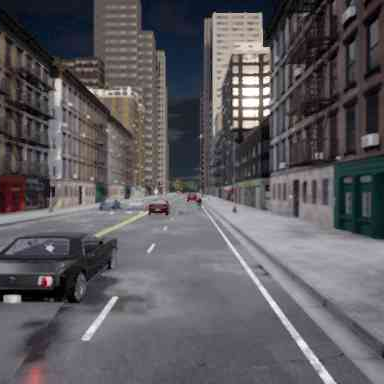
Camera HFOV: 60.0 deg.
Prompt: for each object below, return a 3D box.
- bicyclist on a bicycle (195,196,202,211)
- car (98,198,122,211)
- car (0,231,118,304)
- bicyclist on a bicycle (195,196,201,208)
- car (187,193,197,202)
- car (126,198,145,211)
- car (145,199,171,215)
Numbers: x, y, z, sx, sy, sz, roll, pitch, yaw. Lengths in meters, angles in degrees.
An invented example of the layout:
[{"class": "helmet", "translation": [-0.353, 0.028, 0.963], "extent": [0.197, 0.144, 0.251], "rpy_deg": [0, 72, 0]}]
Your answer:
[{"class": "bicyclist on a bicycle", "translation": [0.887, 1.358, 37.723], "extent": [0.659, 1.776, 1.843], "rpy_deg": [0, 0, 0]}, {"class": "car", "translation": [-9.837, 1.512, 40.236], "extent": [1.812, 1.442, 4.674], "rpy_deg": [0, 0, 0]}, {"class": "car", "translation": [-3.152, 1.597, 8.079], "extent": [1.895, 1.301, 4.718], "rpy_deg": [0, 0, 0]}, {"class": "bicyclist on a bicycle", "translation": [0.883, 1.423, 47.965], "extent": [0.866, 1.612, 1.509], "rpy_deg": [0, 0, 0]}, {"class": "car", "translation": [-0.012, 1.208, 75.252], "extent": [2.150, 2.045, 5.566], "rpy_deg": [0, 0, 0]}, {"class": "car", "translation": [-6.587, 1.513, 40.237], "extent": [1.812, 1.442, 4.674], "rpy_deg": [0, 0, 0]}, {"class": "car", "translation": [-3.155, 1.466, 33.158], "extent": [1.882, 1.535, 5.008], "rpy_deg": [0, 0, 0]}]
